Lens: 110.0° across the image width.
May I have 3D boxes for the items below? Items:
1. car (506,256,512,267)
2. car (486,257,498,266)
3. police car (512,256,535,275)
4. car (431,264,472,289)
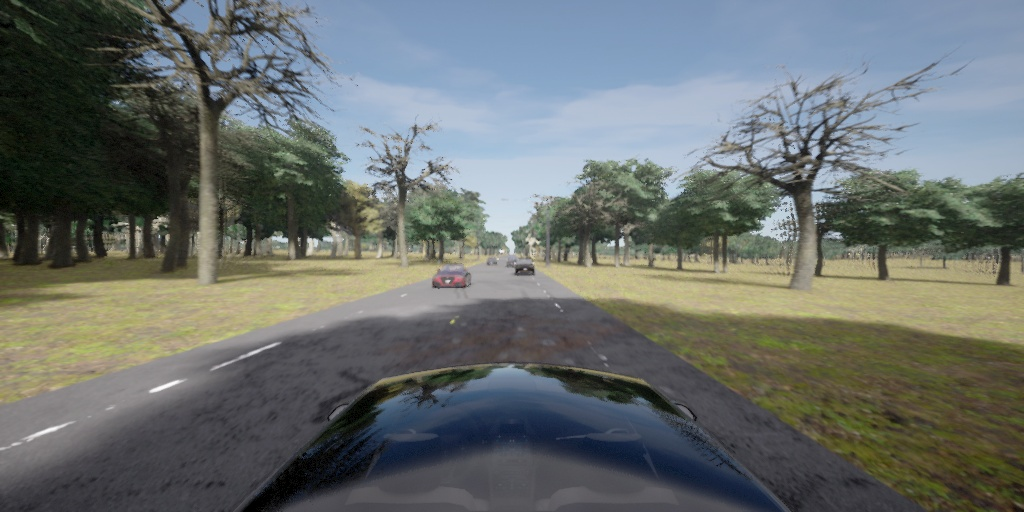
[{"bbox_3d":[0.032,0.955,57.344,2.128,1.511,4.902,0,0,1],"label":"car"},{"bbox_3d":[-3.510,0.923,63.661,1.837,1.490,4.892,0,1,0],"label":"car"},{"bbox_3d":[1.224,0.993,35.363,1.930,1.638,5.238,0,0,0],"label":"police car"},{"bbox_3d":[-3.584,1.202,21.997,1.994,1.385,4.181,0,0,0],"label":"car"}]
